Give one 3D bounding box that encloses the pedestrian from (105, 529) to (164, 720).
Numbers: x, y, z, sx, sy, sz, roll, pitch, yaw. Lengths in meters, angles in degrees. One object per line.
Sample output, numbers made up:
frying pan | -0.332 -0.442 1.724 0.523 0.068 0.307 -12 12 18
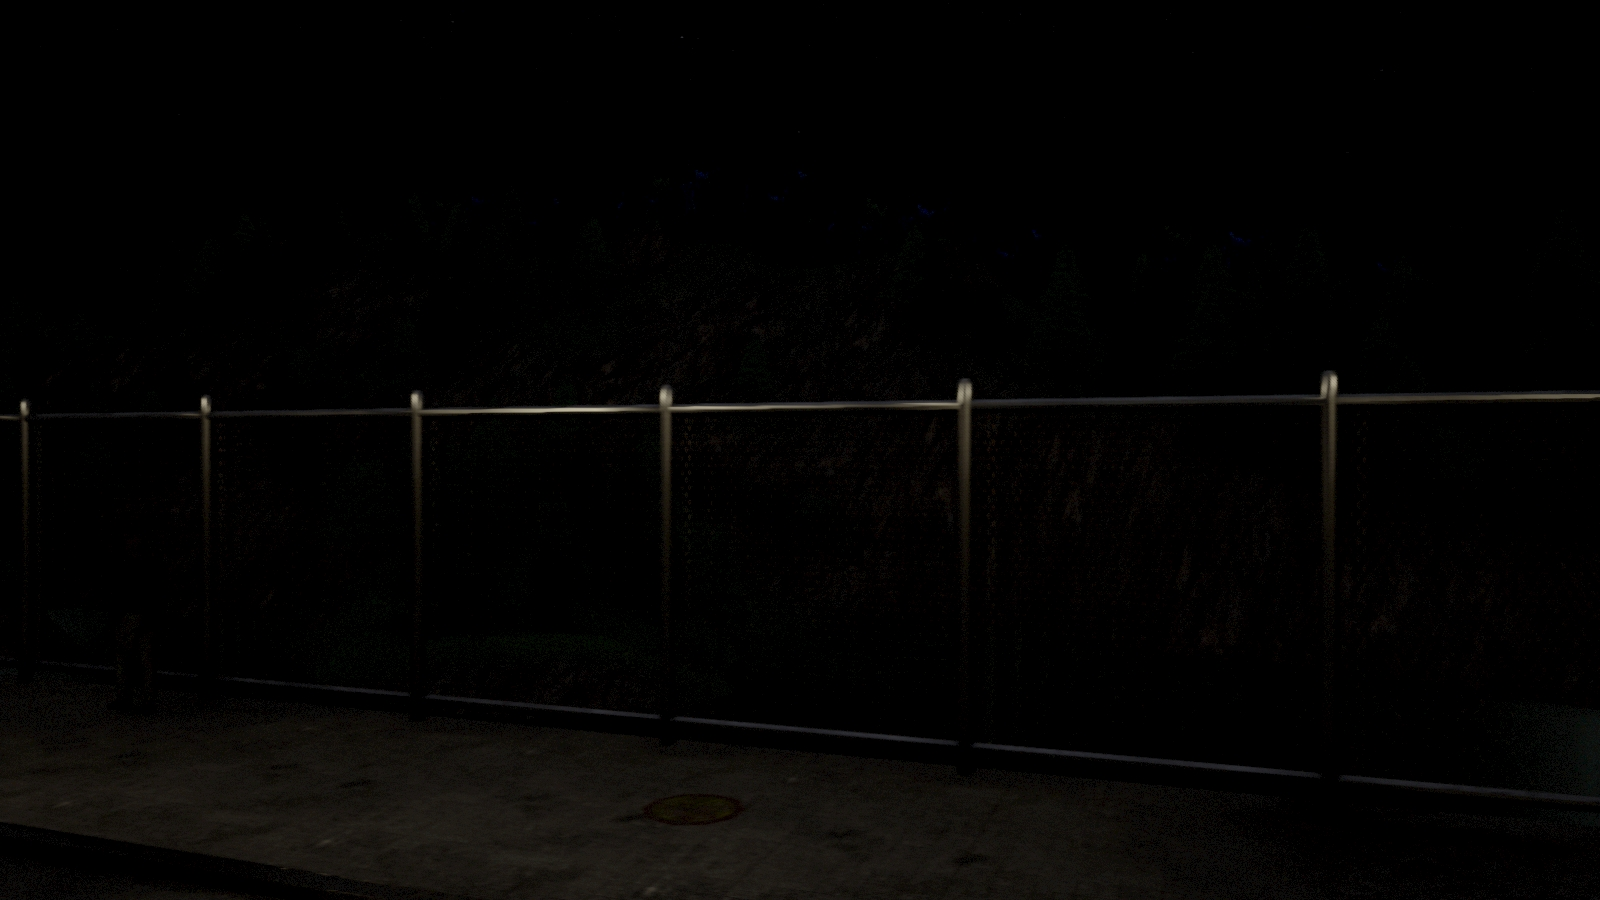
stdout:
pedestrian | -6.753 1.746 11.591 0.375 1.860 0.375 0 0 29
